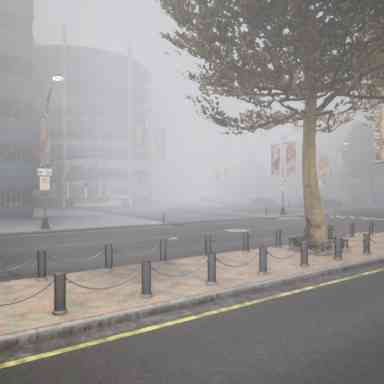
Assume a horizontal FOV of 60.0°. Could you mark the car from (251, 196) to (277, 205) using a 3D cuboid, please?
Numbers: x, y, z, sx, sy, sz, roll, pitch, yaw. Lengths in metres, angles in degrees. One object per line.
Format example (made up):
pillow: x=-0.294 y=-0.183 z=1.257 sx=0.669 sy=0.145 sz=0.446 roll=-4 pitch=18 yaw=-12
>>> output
car: x=12.714 y=1.477 z=58.873 sx=1.882 sy=1.535 sz=5.008 roll=0 pitch=0 yaw=-34

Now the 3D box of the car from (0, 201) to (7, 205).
car: x=-20.489 y=1.320 z=32.171 sx=4.674 sy=1.452 sz=2.002 roll=0 pitch=0 yaw=-34

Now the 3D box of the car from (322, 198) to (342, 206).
car: x=21.196 y=1.600 z=52.795 sx=1.895 sy=1.301 sz=4.718 roll=0 pitch=0 yaw=-34

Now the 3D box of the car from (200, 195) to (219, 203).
car: x=3.729 y=1.477 z=71.532 sx=1.882 sy=1.535 sz=5.008 roll=0 pitch=0 yaw=-40
